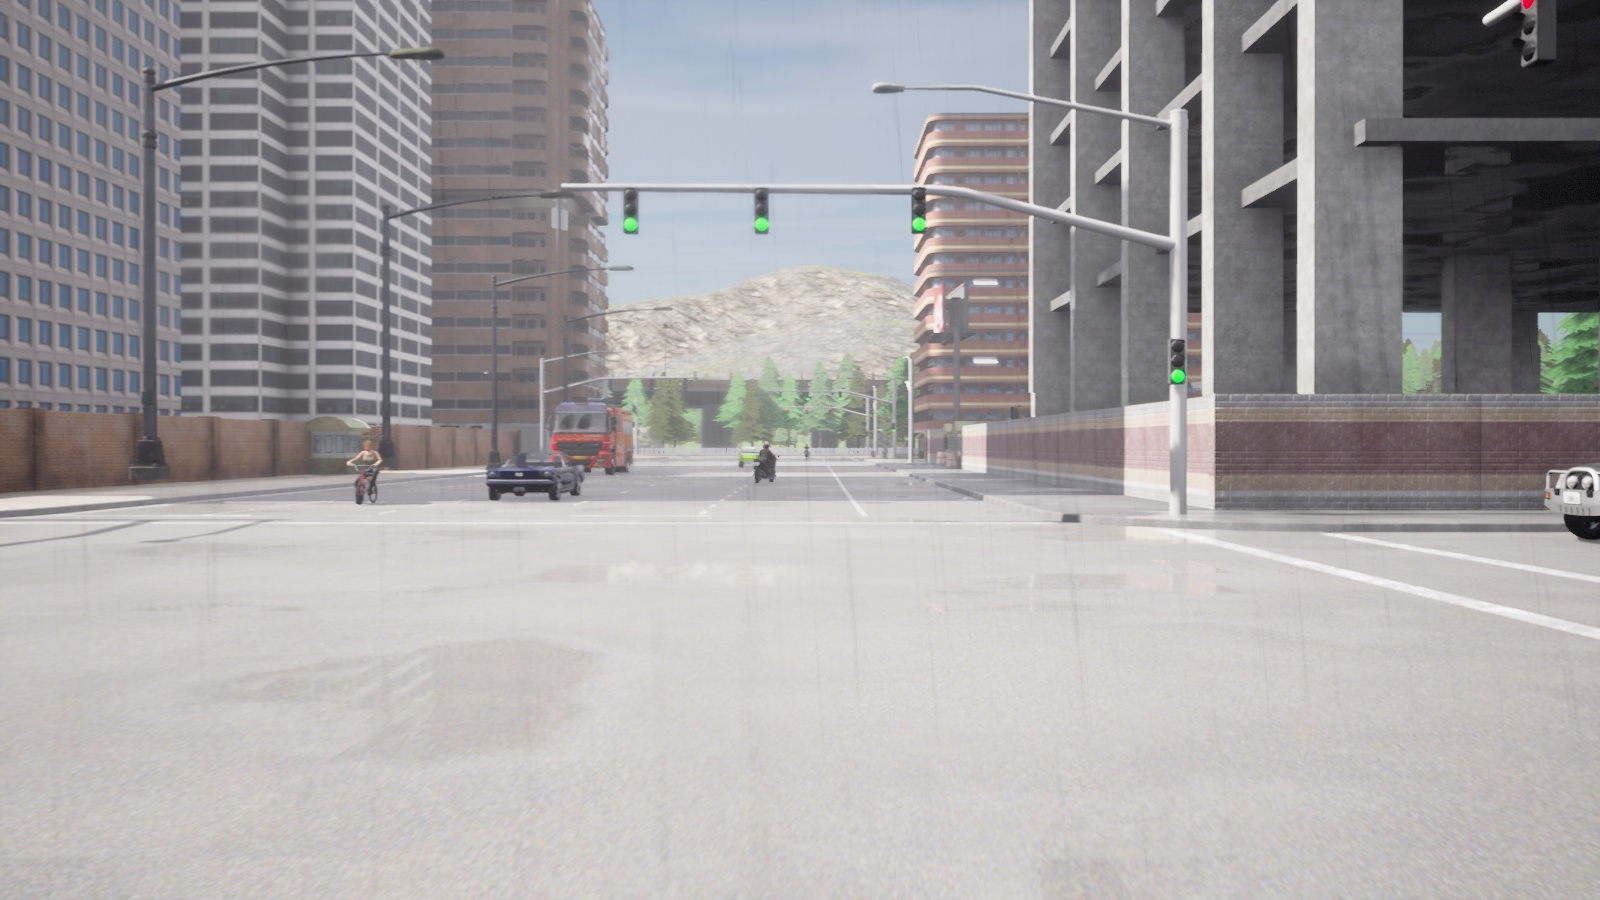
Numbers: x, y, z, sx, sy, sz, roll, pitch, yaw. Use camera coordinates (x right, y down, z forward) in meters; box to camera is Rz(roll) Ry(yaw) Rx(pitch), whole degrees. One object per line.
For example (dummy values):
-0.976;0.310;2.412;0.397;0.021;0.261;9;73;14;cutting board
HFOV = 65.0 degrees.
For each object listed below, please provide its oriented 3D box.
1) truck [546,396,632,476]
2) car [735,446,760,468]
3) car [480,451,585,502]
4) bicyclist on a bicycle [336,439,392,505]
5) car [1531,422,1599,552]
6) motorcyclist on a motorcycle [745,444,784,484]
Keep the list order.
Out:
-10.593;-0.694;64.019;2.891;3.827;8.468;0;0;1;truck
-3.425;0.462;81.976;1.481;1.376;2.207;0;1;1;car
-7.368;0.694;35.032;1.895;1.301;4.718;0;0;0;car
-10.889;0.539;31.392;0.866;1.612;1.509;0;0;0;bicyclist on a bicycle
13.719;0.505;18.632;4.605;1.855;1.932;0;0;0;car
-1.357;0.530;48.367;0.797;1.523;2.044;0;0;21;motorcyclist on a motorcycle
